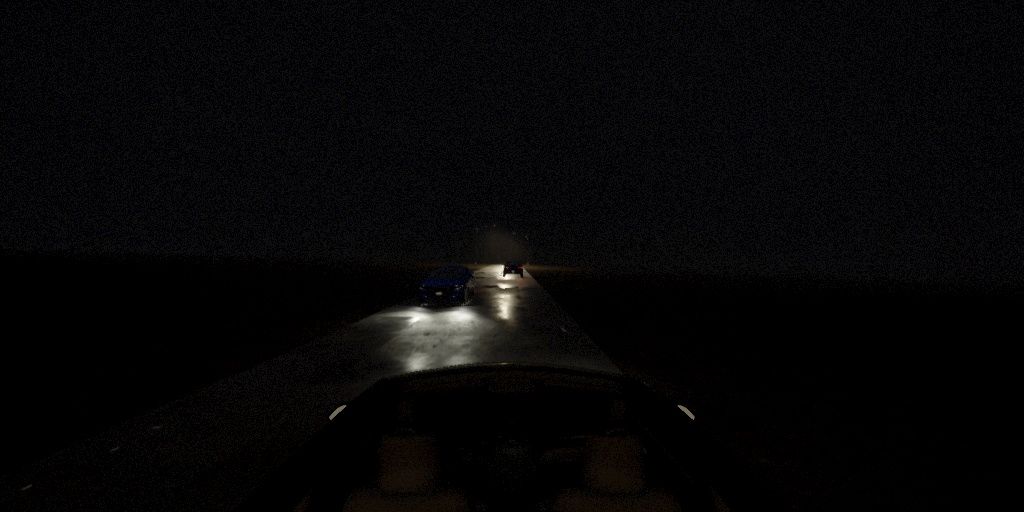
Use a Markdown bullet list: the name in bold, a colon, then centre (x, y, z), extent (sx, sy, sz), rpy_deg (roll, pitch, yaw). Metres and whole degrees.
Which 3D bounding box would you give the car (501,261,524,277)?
- **car**: centre (0.102, 1.200, 34.251), extent (1.812, 1.442, 4.674), rpy_deg (0, 0, 0)

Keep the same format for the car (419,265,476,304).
- **car**: centre (-2.781, 1.169, 16.253), extent (1.882, 1.535, 5.008), rpy_deg (0, 0, 1)
